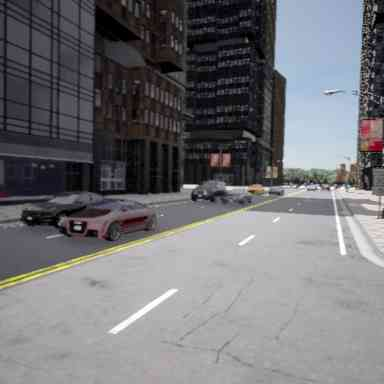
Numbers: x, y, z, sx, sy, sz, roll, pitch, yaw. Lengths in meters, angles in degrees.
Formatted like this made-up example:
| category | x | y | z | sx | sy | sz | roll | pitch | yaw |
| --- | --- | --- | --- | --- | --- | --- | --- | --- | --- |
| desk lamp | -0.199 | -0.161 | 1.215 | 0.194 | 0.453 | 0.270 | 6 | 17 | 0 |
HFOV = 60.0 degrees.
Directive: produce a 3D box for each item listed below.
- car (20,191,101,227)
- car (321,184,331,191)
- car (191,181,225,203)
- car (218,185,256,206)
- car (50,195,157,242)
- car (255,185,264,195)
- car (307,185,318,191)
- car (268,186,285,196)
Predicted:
| category | x | y | z | sx | sy | sz | roll | pitch | yaw |
| --- | --- | --- | --- | --- | --- | --- | --- | --- | --- |
| car | -5.502 | 0.718 | 15.547 | 1.882 | 1.535 | 5.008 | 2 | 2 | 23 |
| car | 32.197 | -1.093 | 79.947 | 2.097 | 1.767 | 4.553 | 2 | 3 | 23 |
| car | 1.820 | -0.059 | 32.965 | 2.150 | 2.045 | 5.566 | 2 | 2 | 23 |
| car | 4.215 | 0.408 | 30.332 | 1.812 | 1.442 | 4.674 | 2 | 2 | 23 |
| car | -3.060 | 0.965 | 12.980 | 1.994 | 1.385 | 4.181 | 2 | 2 | 23 |
| car | 10.066 | -0.380 | 52.397 | 1.882 | 1.535 | 5.008 | 2 | 2 | 23 |
| car | 29.218 | -0.977 | 81.265 | 1.895 | 1.301 | 4.718 | 2 | 3 | 23 |
| car | 13.080 | -0.198 | 51.191 | 2.033 | 1.411 | 5.357 | 2 | 2 | 23 |
